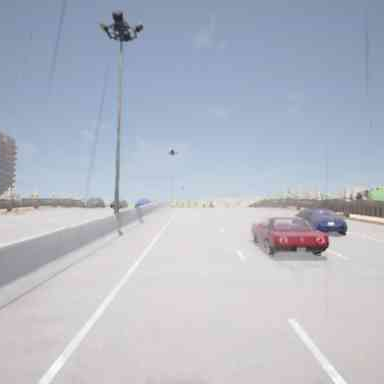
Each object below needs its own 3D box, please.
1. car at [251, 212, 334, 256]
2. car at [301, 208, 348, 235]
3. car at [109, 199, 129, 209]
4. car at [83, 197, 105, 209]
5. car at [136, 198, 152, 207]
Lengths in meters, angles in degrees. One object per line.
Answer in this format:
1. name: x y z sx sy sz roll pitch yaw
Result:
1. car: 3.599 1.617 13.155 1.895 1.301 4.718 0 0 0
2. car: 7.103 1.588 18.993 1.994 1.385 4.181 0 0 0
3. car: -10.546 1.689 48.499 2.033 1.411 5.357 0 -1 1
4. car: -14.056 1.479 47.959 2.097 1.767 4.553 0 -1 0
5. car: -7.046 1.631 48.942 1.882 1.535 5.008 0 -2 0
